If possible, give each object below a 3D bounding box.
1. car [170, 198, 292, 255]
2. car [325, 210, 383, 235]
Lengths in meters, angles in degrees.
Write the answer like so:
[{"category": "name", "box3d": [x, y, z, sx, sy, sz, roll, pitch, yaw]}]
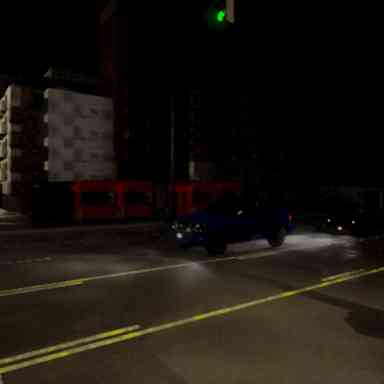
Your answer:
[{"category": "car", "box3d": [1.785, 1.264, 13.827, 5.566, 2.045, 2.150, 0, 0, -36]}, {"category": "car", "box3d": [9.994, 1.727, 19.658, 4.718, 1.301, 1.895, 1, 0, -35]}]
